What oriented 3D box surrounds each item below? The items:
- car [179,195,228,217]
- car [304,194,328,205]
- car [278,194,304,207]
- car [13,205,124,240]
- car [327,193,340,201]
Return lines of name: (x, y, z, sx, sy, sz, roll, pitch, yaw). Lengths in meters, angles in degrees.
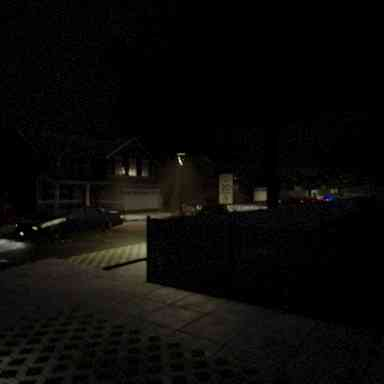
car: (0.984, 1.076, 26.397, 2.097, 1.767, 4.553, 1, 1, 35)
car: (14.959, 1.129, 41.169, 1.895, 1.301, 4.718, 1, 2, 36)
car: (11.899, 0.980, 41.774, 2.128, 1.511, 4.902, 1, 2, 36)
car: (-5.889, 1.398, 16.670, 2.033, 1.411, 5.357, 1, 1, 35)
car: (20.570, 0.905, 49.205, 1.812, 1.442, 4.674, 1, 2, 35)
